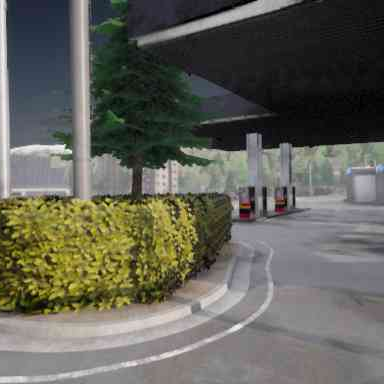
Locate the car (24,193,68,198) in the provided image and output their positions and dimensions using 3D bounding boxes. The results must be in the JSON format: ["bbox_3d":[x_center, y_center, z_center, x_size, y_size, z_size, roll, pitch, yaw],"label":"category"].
[{"bbox_3d":[-14.794,1.180,33.599,3.866,1.878,1.905,-1,0,35],"label":"car"}]

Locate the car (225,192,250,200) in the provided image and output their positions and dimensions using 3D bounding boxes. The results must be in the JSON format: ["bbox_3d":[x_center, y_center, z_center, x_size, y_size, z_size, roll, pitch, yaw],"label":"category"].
[{"bbox_3d":[9.177,0.811,66.517,4.514,1.523,2.007,-1,0,35],"label":"car"}]

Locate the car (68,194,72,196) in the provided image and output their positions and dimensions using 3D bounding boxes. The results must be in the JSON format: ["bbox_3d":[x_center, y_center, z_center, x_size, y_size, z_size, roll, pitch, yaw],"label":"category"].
[{"bbox_3d":[-24.271,1.121,63.885,3.866,1.878,1.905,-1,0,35],"label":"car"}]

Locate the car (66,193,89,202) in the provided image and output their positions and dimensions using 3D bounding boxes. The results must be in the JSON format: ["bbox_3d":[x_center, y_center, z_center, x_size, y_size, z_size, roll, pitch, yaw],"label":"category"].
[{"bbox_3d":[-22.926,1.101,66.494,4.605,1.855,1.932,-1,0,35],"label":"car"}]

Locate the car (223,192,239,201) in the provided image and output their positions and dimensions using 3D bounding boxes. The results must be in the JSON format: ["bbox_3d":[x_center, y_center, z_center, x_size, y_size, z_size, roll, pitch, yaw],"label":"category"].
[{"bbox_3d":[7.406,0.849,63.928,5.027,1.636,2.152,-1,0,35],"label":"car"}]
